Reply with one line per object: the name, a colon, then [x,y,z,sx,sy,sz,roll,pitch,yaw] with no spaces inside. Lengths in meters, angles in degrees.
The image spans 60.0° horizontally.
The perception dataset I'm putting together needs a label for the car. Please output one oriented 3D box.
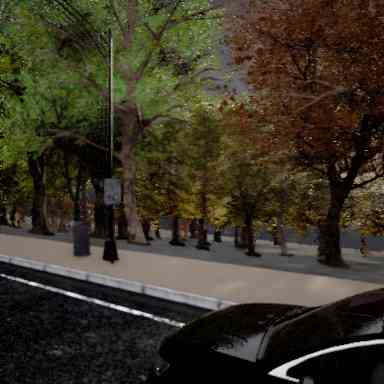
car: [1.839,1.503,2.373,4.892,1.490,1.837,-1,0,36]
